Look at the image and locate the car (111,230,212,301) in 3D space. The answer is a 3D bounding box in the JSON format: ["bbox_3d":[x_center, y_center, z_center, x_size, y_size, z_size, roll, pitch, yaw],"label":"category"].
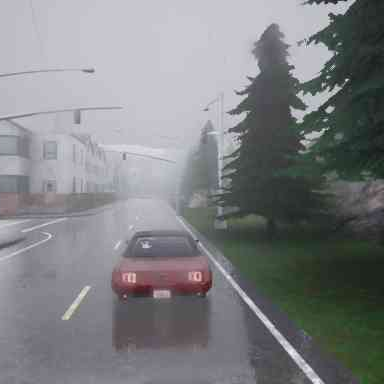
[{"bbox_3d":[-0.741,1.601,8.359,1.895,1.301,4.718,0,0,-5],"label":"car"}]
